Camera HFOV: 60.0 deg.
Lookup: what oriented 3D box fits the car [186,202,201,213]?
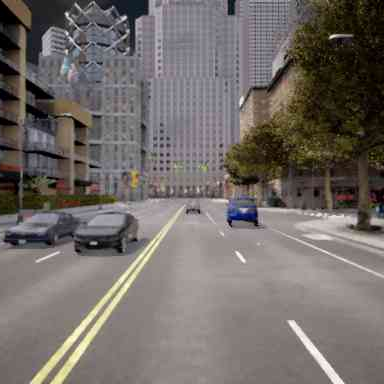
[{"bbox_3d":[0.144,1.921,42.332,2.033,1.411,5.357,0,0,0],"label":"car"}]

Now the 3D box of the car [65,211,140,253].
[{"bbox_3d":[-3.516,1.606,14.500,1.882,1.535,5.008,0,-1,1],"label":"car"}]

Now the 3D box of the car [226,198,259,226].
[{"bbox_3d":[3.806,1.447,25.454,2.150,2.045,5.566,-1,-1,5],"label":"car"}]

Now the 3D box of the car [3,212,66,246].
[{"bbox_3d":[-6.993,1.692,16.399,2.033,1.411,5.357,0,-1,0],"label":"car"}]
